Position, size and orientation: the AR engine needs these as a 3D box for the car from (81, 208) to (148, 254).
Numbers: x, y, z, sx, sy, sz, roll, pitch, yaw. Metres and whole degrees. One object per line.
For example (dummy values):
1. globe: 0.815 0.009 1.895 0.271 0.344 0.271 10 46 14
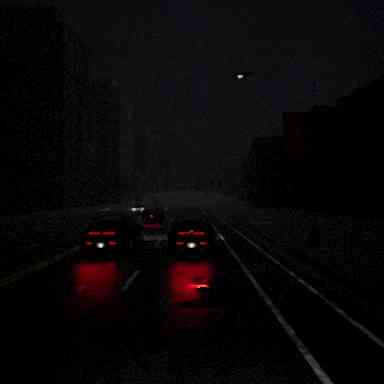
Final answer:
1. car: -3.257 1.665 14.298 1.837 1.490 4.892 0 0 0

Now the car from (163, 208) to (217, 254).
1. car: -0.007 1.664 14.289 1.837 1.490 4.892 0 0 0

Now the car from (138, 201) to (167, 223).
1. car: -3.266 1.838 29.483 1.882 1.535 5.008 0 0 0

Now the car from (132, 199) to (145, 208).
1. car: -9.839 2.037 62.108 2.097 1.767 4.553 0 0 1
